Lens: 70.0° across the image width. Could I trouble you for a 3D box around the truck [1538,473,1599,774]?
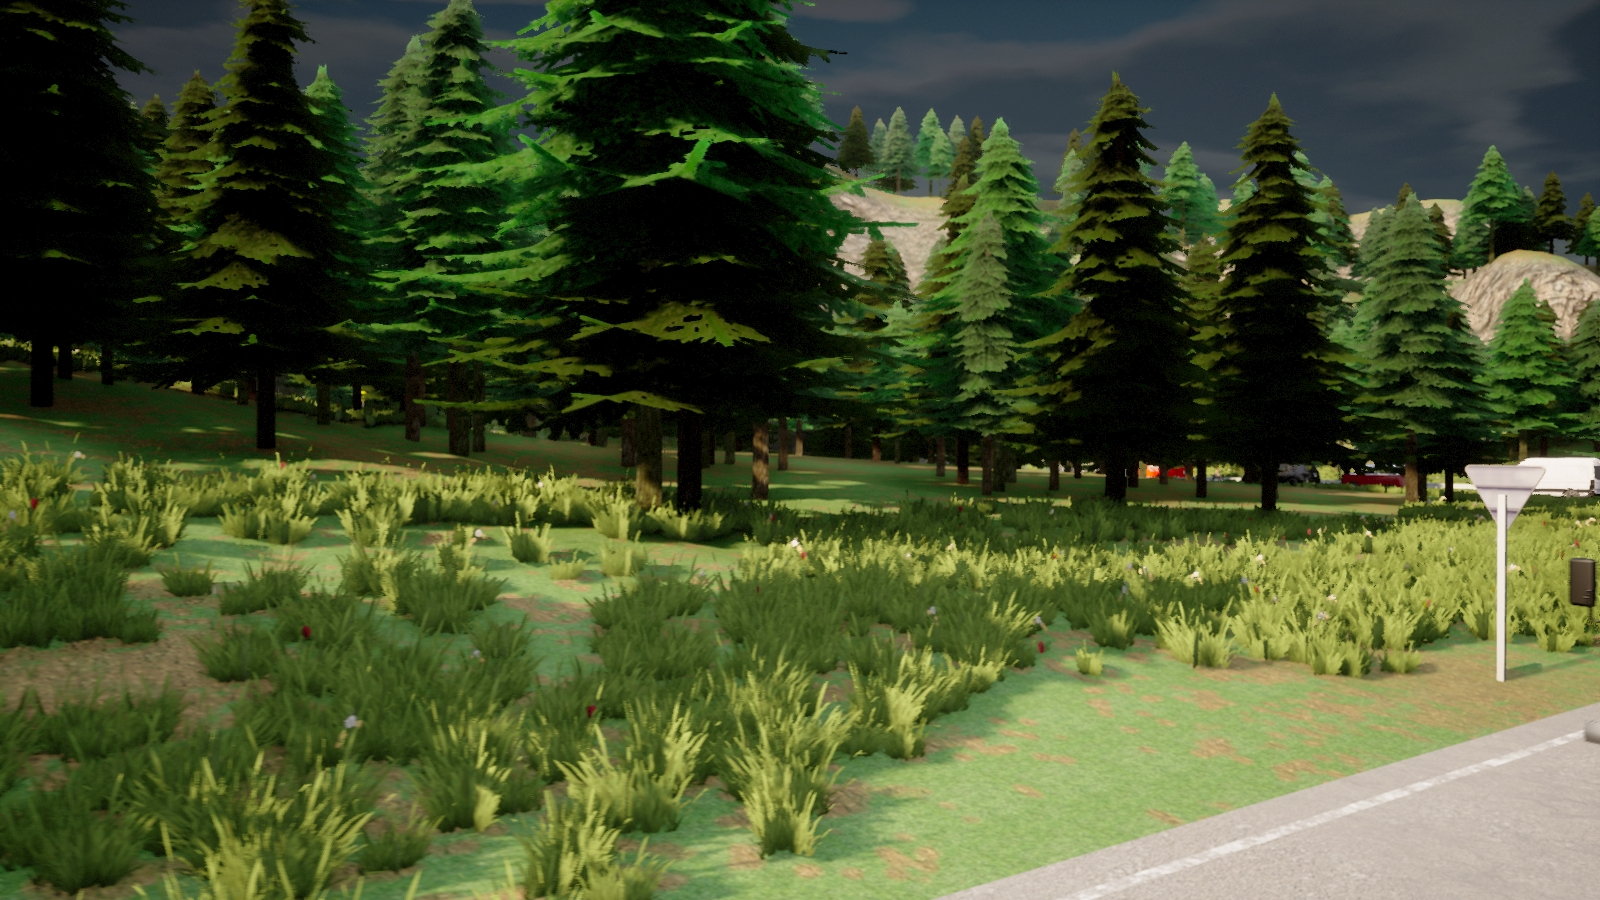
[{"bbox_3d":[9.234,1.450,10.234,5.204,2.467,2.627,0,0,-35],"label":"truck"}]
